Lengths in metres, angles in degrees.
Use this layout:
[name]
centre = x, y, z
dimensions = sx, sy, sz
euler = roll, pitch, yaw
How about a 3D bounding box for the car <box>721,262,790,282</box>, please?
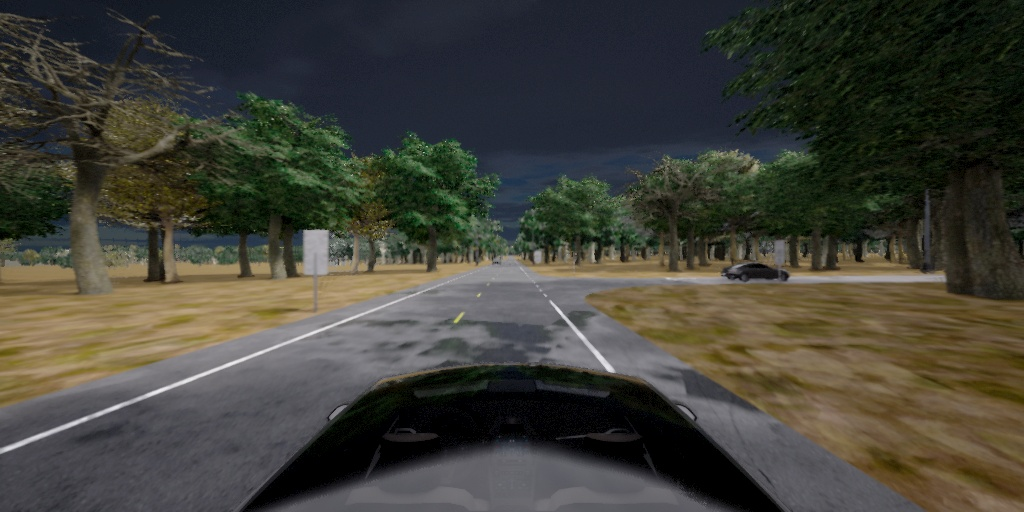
[car]
centre = 18.438, 1.194, 27.266
dimensions = 4.674, 1.442, 1.812
euler = -1, 0, 1
